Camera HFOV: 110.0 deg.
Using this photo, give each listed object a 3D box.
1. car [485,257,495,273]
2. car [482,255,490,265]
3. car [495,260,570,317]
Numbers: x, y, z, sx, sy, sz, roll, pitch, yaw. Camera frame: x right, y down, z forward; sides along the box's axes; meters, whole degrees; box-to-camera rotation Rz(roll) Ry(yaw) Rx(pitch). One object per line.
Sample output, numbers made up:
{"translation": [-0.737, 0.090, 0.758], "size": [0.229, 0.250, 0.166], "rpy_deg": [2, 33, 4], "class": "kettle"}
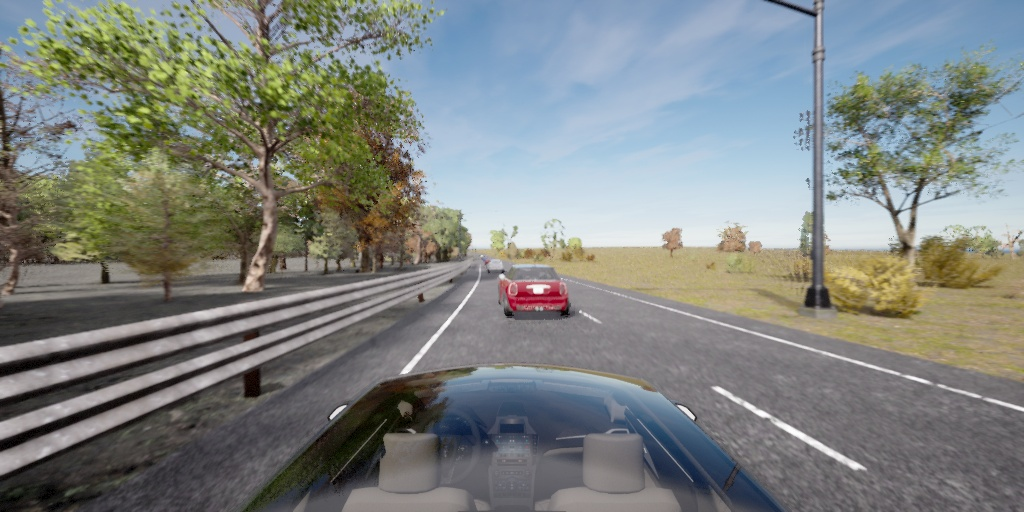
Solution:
{"translation": [-1.939, 1.163, 42.045], "size": [1.812, 1.442, 4.674], "rpy_deg": [0, 0, -5], "class": "car"}
{"translation": [-3.999, 1.088, 65.185], "size": [1.812, 1.442, 4.674], "rpy_deg": [0, 0, -5], "class": "car"}
{"translation": [0.632, 1.077, 13.167], "size": [2.097, 1.767, 4.553], "rpy_deg": [0, 0, -5], "class": "car"}
